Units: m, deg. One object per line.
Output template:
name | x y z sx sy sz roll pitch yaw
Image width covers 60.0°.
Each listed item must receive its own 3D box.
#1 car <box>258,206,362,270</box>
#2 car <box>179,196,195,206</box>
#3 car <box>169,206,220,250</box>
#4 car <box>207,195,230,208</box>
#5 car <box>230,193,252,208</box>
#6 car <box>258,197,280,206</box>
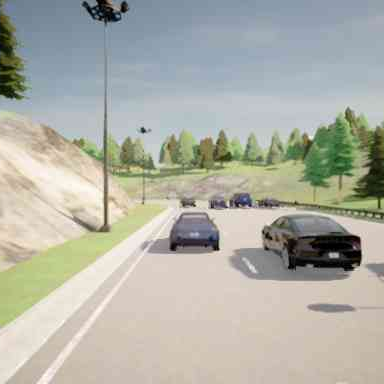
car | 3.600 1.449 10.907 1.882 1.535 5.008 0 0 0
car | -0.753 1.370 47.737 2.128 1.511 4.902 0 0 -10
car | 0.100 1.527 14.192 1.994 1.385 4.181 0 0 0
car | 3.306 1.238 44.673 2.097 1.767 4.553 0 0 -4
car | 6.733 1.102 46.678 2.150 2.045 5.566 1 0 -6
car | 10.322 1.376 45.085 2.128 1.511 4.902 0 0 -5
